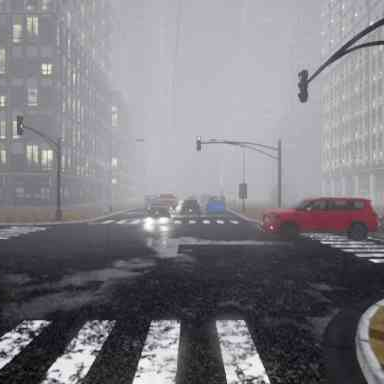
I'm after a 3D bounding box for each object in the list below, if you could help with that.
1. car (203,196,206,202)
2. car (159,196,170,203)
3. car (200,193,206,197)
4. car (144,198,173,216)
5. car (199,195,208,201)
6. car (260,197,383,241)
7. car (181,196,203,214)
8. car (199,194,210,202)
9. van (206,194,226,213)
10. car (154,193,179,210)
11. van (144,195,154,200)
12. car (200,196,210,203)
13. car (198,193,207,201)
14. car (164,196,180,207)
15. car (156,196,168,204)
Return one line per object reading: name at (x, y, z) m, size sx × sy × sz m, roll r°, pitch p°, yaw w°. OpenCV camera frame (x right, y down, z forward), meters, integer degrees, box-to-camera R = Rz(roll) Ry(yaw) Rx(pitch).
car at (2.622, 1.533, 41.427) m, size 1.887 × 1.381 × 4.507 m, roll 0°, pitch 0°, yaw 0°
car at (-5.672, 1.530, 69.152) m, size 2.008 × 1.369 × 4.403 m, roll 0°, pitch 0°, yaw 0°
car at (2.688, 1.296, 63.580) m, size 2.192 × 1.841 × 5.009 m, roll 0°, pitch 0°, yaw 0°
car at (-3.227, 1.592, 32.855) m, size 1.895 × 1.301 × 4.718 m, roll 0°, pitch 0°, yaw 0°
car at (2.753, 1.540, 80.199) m, size 1.947 × 1.339 × 4.313 m, roll 0°, pitch 0°, yaw 0°
car at (6.276, 1.273, 16.651) m, size 5.566 × 2.045 × 2.150 m, roll 1°, pitch 0°, yaw -1°
car at (-0.098, 1.496, 34.867) m, size 1.837 × 1.490 × 4.892 m, roll 0°, pitch 0°, yaw 1°
car at (2.732, 1.291, 74.660) m, size 2.192 × 1.841 × 5.009 m, roll 0°, pitch 0°, yaw 0°
van at (2.692, 1.331, 35.888) m, size 1.690 × 1.788 × 3.998 m, roll 0°, pitch 0°, yaw 0°
car at (-3.180, 1.209, 42.899) m, size 2.150 × 2.045 × 5.566 m, roll 0°, pitch 0°, yaw 1°
van at (-5.758, 1.328, 46.996) m, size 1.690 × 1.788 × 3.998 m, roll 0°, pitch 0°, yaw 0°
car at (2.709, 1.524, 69.120) m, size 1.887 × 1.381 × 4.507 m, roll 0°, pitch 0°, yaw 0°
car at (2.776, 1.286, 85.738) m, size 2.192 × 1.841 × 5.009 m, roll 0°, pitch 0°, yaw 0°
car at (-3.139, 1.476, 53.203) m, size 2.128 × 1.511 × 4.902 m, roll 0°, pitch 0°, yaw 0°
car at (-5.694, 1.547, 63.613) m, size 1.947 × 1.339 × 4.313 m, roll 0°, pitch 0°, yaw 0°
